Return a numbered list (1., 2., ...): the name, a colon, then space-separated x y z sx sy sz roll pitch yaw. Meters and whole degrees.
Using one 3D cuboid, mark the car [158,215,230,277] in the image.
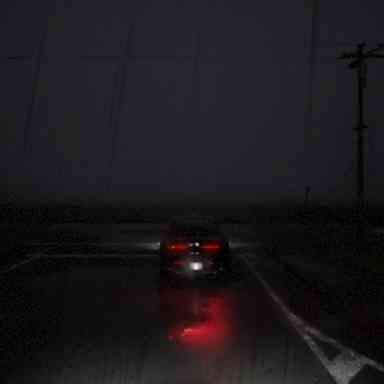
1. car: 0.015 1.468 10.154 1.837 1.490 4.892 0 0 -2
